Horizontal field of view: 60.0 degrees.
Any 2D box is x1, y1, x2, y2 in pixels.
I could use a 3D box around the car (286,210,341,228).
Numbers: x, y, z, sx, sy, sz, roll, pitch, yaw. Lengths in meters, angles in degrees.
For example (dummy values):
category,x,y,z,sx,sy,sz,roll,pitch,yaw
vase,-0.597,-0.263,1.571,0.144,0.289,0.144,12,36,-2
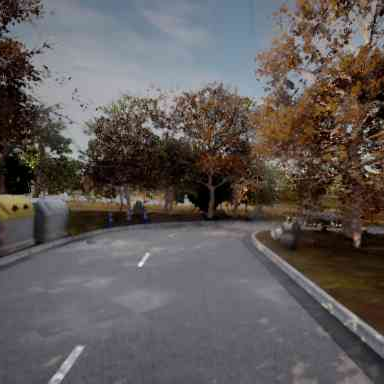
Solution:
category,x,y,z,sx,sy,sz,roll,pitch,yaw
car,10.911,2.332,29.754,4.902,1.511,2.128,3,-1,-7
